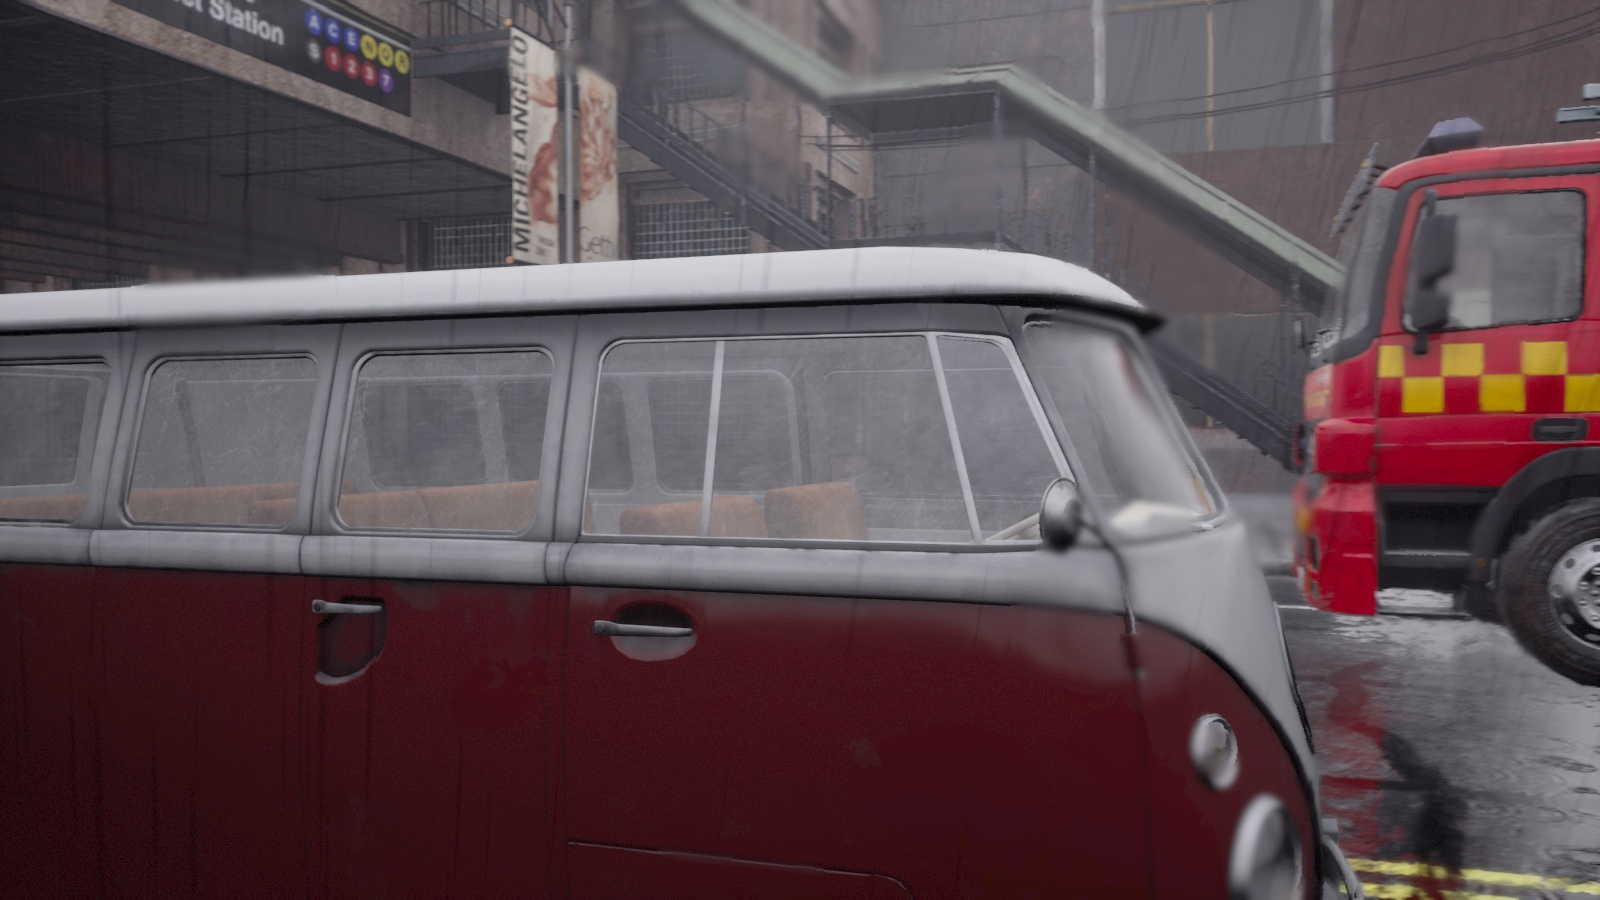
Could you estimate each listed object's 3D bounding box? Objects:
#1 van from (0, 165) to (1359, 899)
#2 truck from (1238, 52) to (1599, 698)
[{"bbox_3d":[-0.959,0.519,3.512,4.442,1.987,1.775,1,1,19],"label":"van"},{"bbox_3d":[7.341,-0.440,8.091,8.468,3.827,2.891,1,1,19],"label":"truck"}]
